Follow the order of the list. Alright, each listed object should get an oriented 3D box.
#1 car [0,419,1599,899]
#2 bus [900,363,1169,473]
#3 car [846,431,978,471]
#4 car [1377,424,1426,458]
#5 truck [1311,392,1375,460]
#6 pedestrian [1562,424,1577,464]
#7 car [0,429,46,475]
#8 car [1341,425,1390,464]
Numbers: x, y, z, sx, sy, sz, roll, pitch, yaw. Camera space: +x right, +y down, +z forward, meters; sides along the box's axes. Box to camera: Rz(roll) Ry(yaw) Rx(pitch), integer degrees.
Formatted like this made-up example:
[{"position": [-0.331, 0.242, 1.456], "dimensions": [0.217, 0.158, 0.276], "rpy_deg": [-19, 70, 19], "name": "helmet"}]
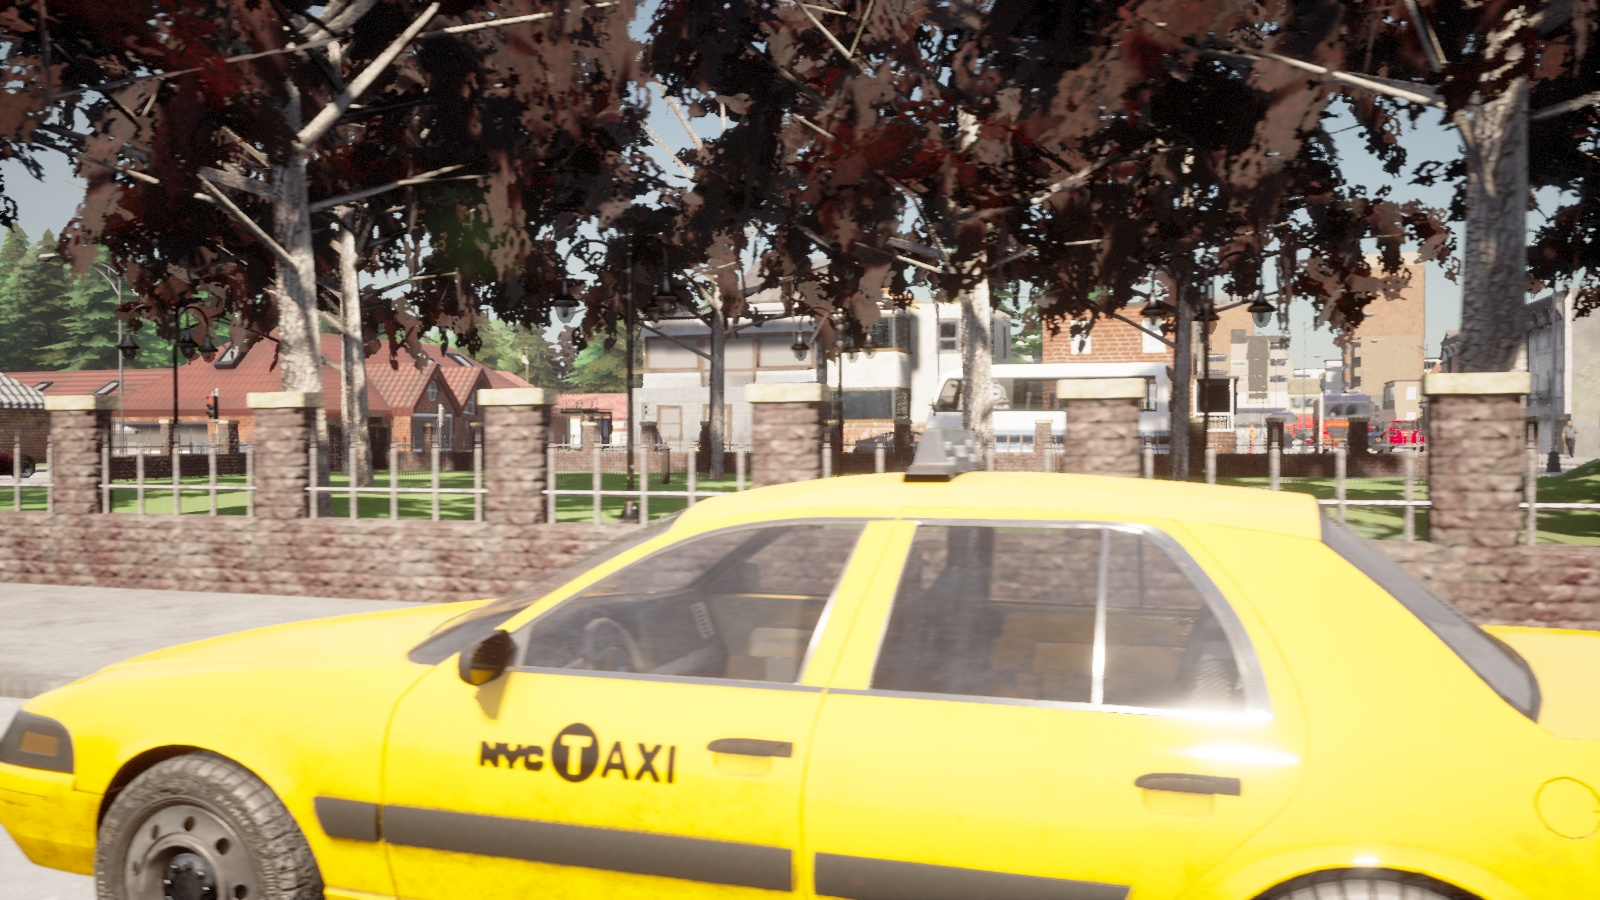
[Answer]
[{"position": [0.243, 0.708, 3.637], "dimensions": [5.366, 1.575, 1.801], "rpy_deg": [1, 1, 19], "name": "car"}, {"position": [9.714, -1.348, 52.150], "dimensions": [10.273, 4.253, 3.944], "rpy_deg": [1, 1, 23], "name": "bus"}, {"position": [4.468, 0.000, 49.918], "dimensions": [4.902, 1.511, 2.128], "rpy_deg": [0, 1, 16], "name": "car"}, {"position": [38.428, -0.598, 80.372], "dimensions": [2.150, 2.045, 5.566], "rpy_deg": [1, 1, 19], "name": "car"}, {"position": [32.689, -1.429, 75.868], "dimensions": [2.891, 3.827, 8.468], "rpy_deg": [1, 1, 19], "name": "truck"}, {"position": [36.046, -0.270, 58.818], "dimensions": [0.540, 1.848, 0.694], "rpy_deg": [1, 1, 33], "name": "pedestrian"}, {"position": [-27.079, 0.080, 40.234], "dimensions": [2.163, 1.488, 4.792], "rpy_deg": [0, 1, 17], "name": "car"}, {"position": [28.416, -0.281, 63.160], "dimensions": [1.905, 1.878, 3.866], "rpy_deg": [1, 1, 19], "name": "car"}]
